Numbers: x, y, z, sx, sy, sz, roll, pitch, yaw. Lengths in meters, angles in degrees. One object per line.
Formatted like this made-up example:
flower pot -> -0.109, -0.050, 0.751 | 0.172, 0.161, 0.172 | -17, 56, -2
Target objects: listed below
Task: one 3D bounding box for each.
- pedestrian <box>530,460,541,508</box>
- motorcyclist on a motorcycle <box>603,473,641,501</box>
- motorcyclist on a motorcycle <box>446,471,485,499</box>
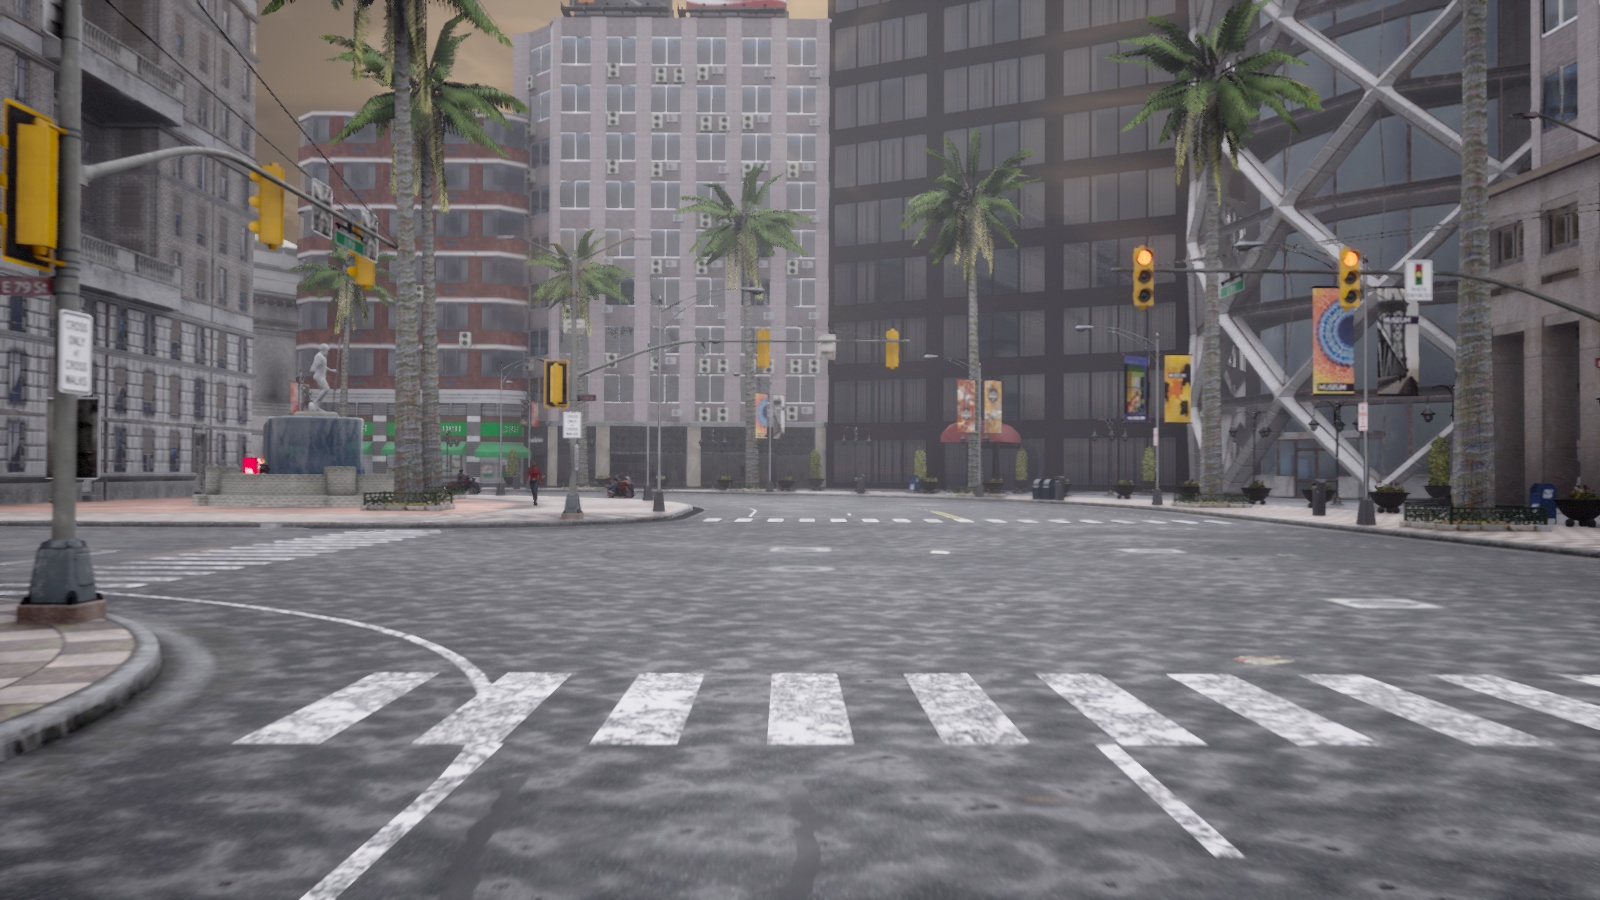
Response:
pedestrian -> -10.317, 1.333, 48.992 | 0.331, 1.846, 0.636 | 0, -1, -1
motorcyclist on a motorcycle -> -9.903, 2.060, 69.925 | 2.191, 1.530, 0.866 | -1, -1, 41
motorcyclist on a motorcycle -> -20.391, 2.128, 76.542 | 2.350, 1.649, 0.766 | 0, -1, 22
